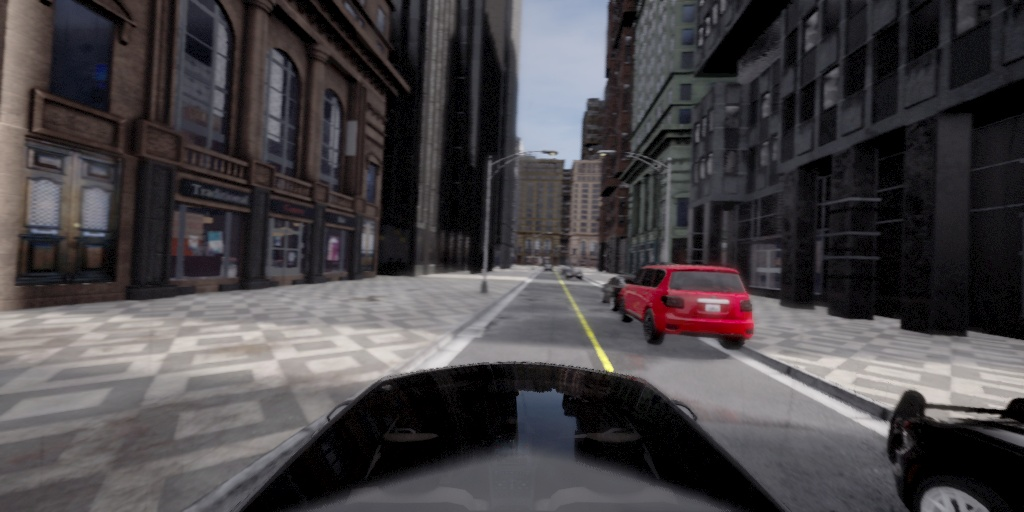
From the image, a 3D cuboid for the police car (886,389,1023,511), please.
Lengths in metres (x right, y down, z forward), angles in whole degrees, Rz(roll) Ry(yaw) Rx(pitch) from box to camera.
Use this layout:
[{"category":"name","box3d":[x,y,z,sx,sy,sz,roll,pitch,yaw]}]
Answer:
[{"category":"police car","box3d":[3.629,1.325,0.674,1.930,1.638,5.238,3,-1,6]}]

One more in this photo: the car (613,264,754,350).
[{"category":"car","box3d":[4.693,1.277,10.540,2.150,2.045,5.566,2,-1,6]}]

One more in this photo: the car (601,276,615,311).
[{"category":"car","box3d":[5.316,1.625,16.472,1.882,1.535,5.008,2,-1,6]}]

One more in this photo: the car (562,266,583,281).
[{"category":"car","box3d":[7.179,2.134,41.859,1.895,1.301,4.718,2,-1,7]}]
